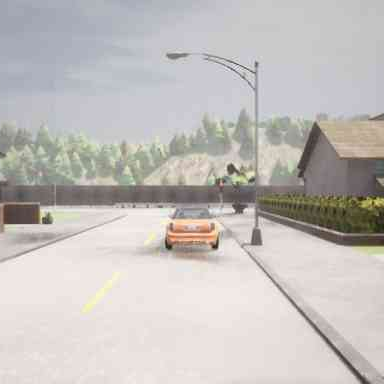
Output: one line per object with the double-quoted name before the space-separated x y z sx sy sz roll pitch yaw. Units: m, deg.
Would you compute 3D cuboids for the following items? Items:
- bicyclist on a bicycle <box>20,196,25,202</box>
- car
"bicyclist on a bicycle" -23.991 1.347 47.140 0.582 1.620 1.656 0 0 0
"car" 0.000 1.365 14.620 2.097 1.767 4.553 0 0 0
